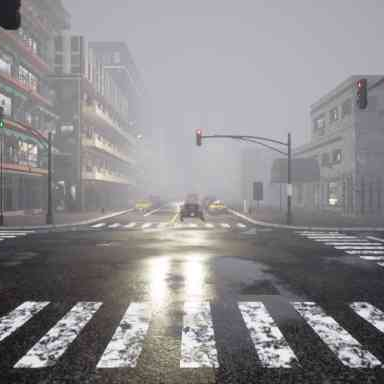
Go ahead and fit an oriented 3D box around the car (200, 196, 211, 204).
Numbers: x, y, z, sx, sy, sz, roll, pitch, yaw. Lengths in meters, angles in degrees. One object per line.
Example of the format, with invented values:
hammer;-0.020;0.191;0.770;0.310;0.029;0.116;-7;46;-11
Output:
car;2.688;1.612;67.066;2.008;1.369;4.403;0;0;0

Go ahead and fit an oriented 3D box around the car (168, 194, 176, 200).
car;-5.694;1.434;94.762;2.192;1.841;5.009;0;0;0

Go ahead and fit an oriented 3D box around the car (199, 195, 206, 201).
car;2.687;1.632;89.393;1.752;1.417;4.829;0;0;0

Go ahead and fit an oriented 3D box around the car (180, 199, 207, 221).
car;0.007;1.538;27.374;1.812;1.442;4.674;0;0;-1

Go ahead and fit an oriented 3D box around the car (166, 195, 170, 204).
car;-5.692;1.603;61.526;2.008;1.369;4.403;0;0;0

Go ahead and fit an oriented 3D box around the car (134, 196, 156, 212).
car;-5.691;1.549;39.199;1.752;1.417;4.829;0;0;0

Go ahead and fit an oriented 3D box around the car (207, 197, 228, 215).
car;2.691;1.544;34.001;1.752;1.417;4.829;0;0;0

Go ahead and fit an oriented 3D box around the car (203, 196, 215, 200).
car;2.690;1.611;44.910;1.802;1.307;4.206;0;0;0

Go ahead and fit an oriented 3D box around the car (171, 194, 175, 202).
car;-5.693;1.627;78.144;1.887;1.381;4.507;0;0;0

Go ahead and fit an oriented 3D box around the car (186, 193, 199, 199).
car;0.097;1.262;56.751;2.150;2.045;5.566;0;-1;0

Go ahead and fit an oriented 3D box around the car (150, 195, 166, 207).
car;-5.690;1.351;50.448;2.192;1.841;5.009;0;0;0

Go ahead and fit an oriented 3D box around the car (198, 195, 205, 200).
car;2.686;1.670;94.762;2.008;1.369;4.403;0;0;0

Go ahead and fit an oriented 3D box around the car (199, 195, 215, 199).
car;2.690;1.351;50.449;2.192;1.841;5.009;0;0;0

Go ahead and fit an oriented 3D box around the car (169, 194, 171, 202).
car;-5.692;1.587;66.895;1.752;1.417;4.829;0;0;0
